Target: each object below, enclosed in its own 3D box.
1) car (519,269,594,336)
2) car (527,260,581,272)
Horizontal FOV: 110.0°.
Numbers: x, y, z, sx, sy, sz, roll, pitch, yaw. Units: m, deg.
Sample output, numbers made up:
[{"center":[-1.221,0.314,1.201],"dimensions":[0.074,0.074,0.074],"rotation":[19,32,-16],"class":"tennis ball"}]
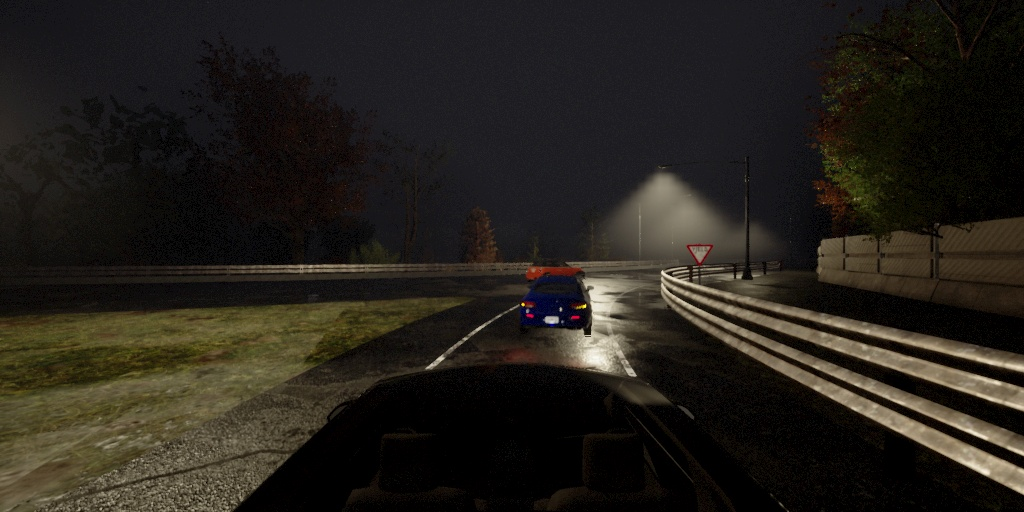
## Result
[{"center":[1.367,1.277,10.392],"dimensions":[1.812,1.442,4.674],"rotation":[0,0,11],"class":"car"},{"center":[3.345,1.105,26.990],"dimensions":[4.553,1.767,2.097],"rotation":[0,0,-31],"class":"car"}]
